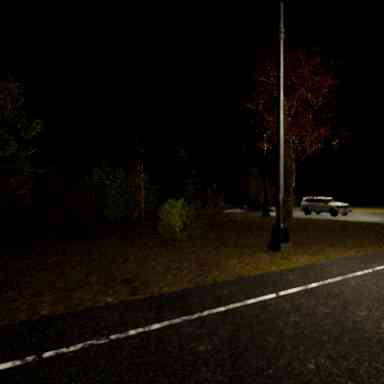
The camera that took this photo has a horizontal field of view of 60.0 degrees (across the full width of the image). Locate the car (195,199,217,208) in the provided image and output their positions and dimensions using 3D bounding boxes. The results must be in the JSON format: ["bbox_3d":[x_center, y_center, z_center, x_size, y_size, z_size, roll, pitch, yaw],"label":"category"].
[{"bbox_3d":[2.600,2.134,63.707,1.837,1.490,4.892,-2,0,-31],"label":"car"}]

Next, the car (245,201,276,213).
[{"bbox_3d":[9.288,1.984,45.652,1.837,1.490,4.892,-2,0,-31],"label":"car"}]

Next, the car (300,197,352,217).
[{"bbox_3d":[14.645,1.572,36.707,2.150,2.045,5.566,-2,0,-33],"label":"car"}]

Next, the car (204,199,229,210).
[{"bbox_3d":[4.051,2.083,54.361,1.882,1.535,5.008,-2,0,-31],"label":"car"}]
